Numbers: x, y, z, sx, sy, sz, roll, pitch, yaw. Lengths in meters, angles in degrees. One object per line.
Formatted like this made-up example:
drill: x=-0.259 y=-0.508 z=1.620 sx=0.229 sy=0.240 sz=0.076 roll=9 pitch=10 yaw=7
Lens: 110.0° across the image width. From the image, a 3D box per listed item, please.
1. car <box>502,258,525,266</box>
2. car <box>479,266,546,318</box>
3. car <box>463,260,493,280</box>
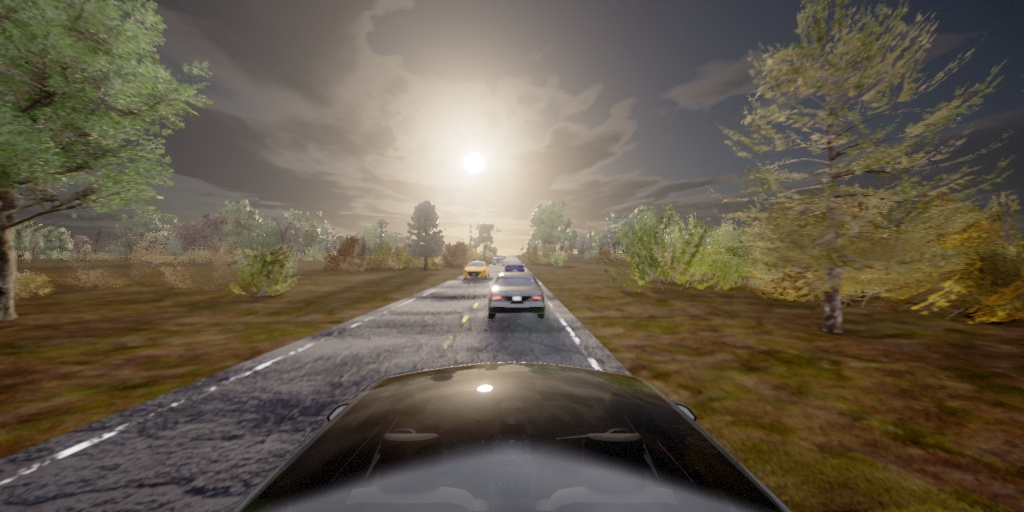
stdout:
car: x=0.240 y=1.151 z=35.134 sx=1.882 sy=1.535 sz=5.008 roll=0 pitch=0 yaw=0
car: x=0.138 y=1.276 z=12.894 sx=2.033 sy=1.411 sz=5.357 roll=0 pitch=0 yaw=0
car: x=-2.977 y=1.160 z=30.637 sx=1.882 sy=1.535 sz=5.008 roll=0 pitch=0 yaw=0
